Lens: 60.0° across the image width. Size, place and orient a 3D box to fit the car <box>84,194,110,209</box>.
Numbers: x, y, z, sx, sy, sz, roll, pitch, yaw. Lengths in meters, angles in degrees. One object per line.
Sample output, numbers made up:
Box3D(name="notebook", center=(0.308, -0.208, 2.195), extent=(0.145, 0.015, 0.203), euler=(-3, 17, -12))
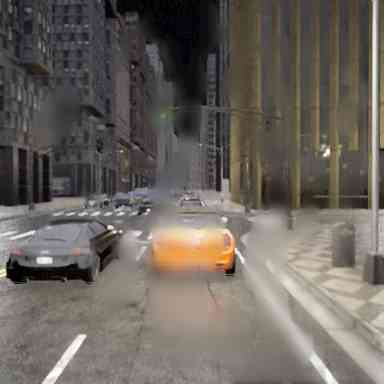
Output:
Box3D(name="car", center=(-10.064, 0.926, 35.694), extent=(2.128, 1.511, 4.902), euler=(0, 1, -1))

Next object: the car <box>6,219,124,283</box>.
Box3D(name="car", center=(-3.202, 1.423, 9.206), extent=(1.994, 1.385, 4.181), euler=(0, 1, 0))

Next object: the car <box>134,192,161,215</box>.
Box3D(name="car", center=(-3.312, 1.072, 27.744), extent=(1.837, 1.490, 4.892), euler=(0, 1, 0))

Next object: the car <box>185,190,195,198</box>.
Box3D(name="car", center=(-0.384, 0.435, 65.581), extent=(1.812, 1.442, 4.674), euler=(0, 1, 0))

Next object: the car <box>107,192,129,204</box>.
Box3D(name="car", center=(-10.108, 0.764, 45.816), extent=(1.837, 1.490, 4.892), euler=(0, 1, 0))

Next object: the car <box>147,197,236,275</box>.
Box3D(name="car", center=(0.043, 1.199, 10.082), extent=(2.097, 1.767, 4.553), euler=(0, 1, 0))

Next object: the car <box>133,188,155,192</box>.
Box3D(name="car", center=(-6.875, 0.484, 45.582), extent=(2.150, 2.045, 5.566), euler=(0, 1, 0))

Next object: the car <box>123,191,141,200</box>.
Box3D(name="car", center=(-10.111, 0.619, 56.474), extent=(2.033, 1.411, 5.357), euler=(0, 1, 0))

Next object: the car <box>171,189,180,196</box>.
Box3D(name="car", center=(-3.693, 0.069, 75.562), extent=(1.837, 1.490, 4.892), euler=(0, 1, 0))

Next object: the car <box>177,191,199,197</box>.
Box3D(name="car", center=(-0.085, 0.992, 31.607), extent=(2.128, 1.511, 4.902), euler=(0, 1, 0))

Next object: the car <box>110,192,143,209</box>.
Box3D(name="car", center=(-6.806, 0.986, 35.407), extent=(2.033, 1.411, 5.357), euler=(0, 1, -1))

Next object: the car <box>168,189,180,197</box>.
Box3D(name="car", center=(-3.634, 0.264, 65.528), extent=(2.097, 1.767, 4.553), euler=(0, 1, 0))
